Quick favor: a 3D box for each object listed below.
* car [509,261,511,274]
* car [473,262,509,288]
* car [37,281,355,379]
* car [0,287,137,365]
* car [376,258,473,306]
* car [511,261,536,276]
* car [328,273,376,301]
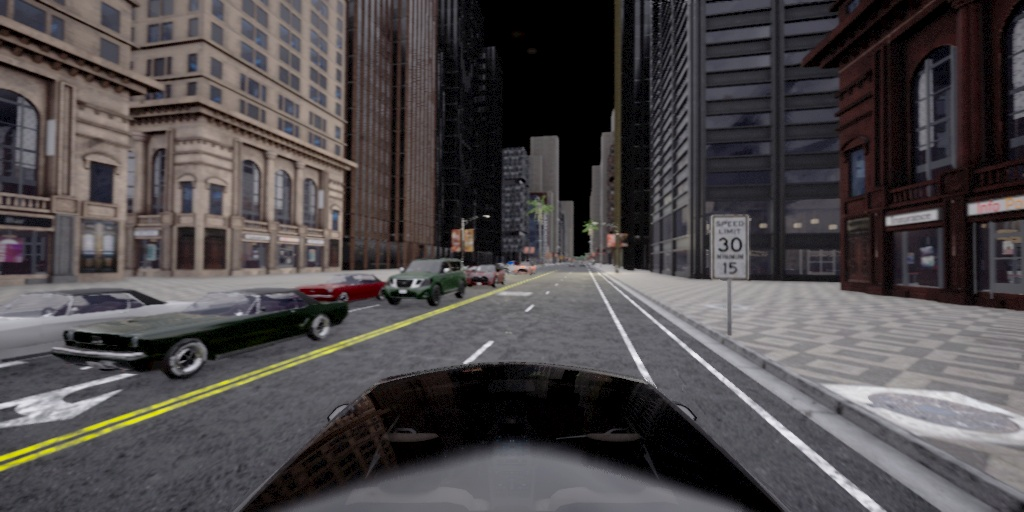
[{"bbox_3d":[-1.522,1.569,44.851,1.837,1.490,4.892,0,-1,11],"label":"car"},{"bbox_3d":[-1.870,1.393,27.172,2.097,1.767,4.553,0,-1,11],"label":"car"},{"bbox_3d":[-5.797,1.377,7.592,1.895,1.301,4.718,0,-1,14],"label":"car"},{"bbox_3d":[-9.186,1.348,7.223,1.895,1.301,4.718,0,-1,11],"label":"car"},{"bbox_3d":[-3.864,1.126,17.166,2.150,2.045,5.566,0,-1,11],"label":"car"},{"bbox_3d":[1.672,1.441,44.242,2.097,1.767,4.553,0,-1,11],"label":"car"},{"bbox_3d":[-7.381,1.468,16.207,1.895,1.301,4.718,0,-1,11],"label":"car"}]
